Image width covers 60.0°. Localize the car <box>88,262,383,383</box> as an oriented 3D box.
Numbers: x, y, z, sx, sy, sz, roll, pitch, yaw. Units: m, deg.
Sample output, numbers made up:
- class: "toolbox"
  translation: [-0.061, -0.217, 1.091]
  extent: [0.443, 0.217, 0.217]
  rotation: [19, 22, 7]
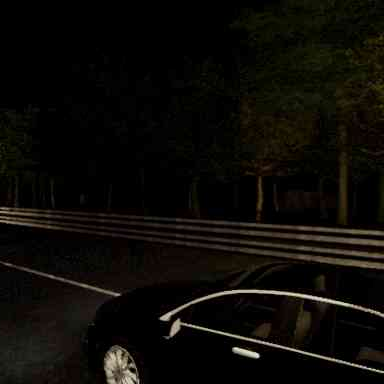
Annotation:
- class: "car"
  translation: [0.975, 1.505, 3.347]
  extent: [4.892, 1.490, 1.837]
  rotation: [0, 0, 36]
